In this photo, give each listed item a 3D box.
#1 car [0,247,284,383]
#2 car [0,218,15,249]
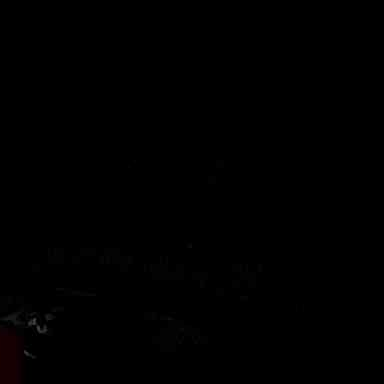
[{"bbox_3d":[-1.139,1.558,3.652,4.206,1.307,1.802,1,0,36],"label":"car"},{"bbox_3d":[-5.592,1.248,6.907,5.009,1.841,2.192,1,0,36],"label":"car"}]
